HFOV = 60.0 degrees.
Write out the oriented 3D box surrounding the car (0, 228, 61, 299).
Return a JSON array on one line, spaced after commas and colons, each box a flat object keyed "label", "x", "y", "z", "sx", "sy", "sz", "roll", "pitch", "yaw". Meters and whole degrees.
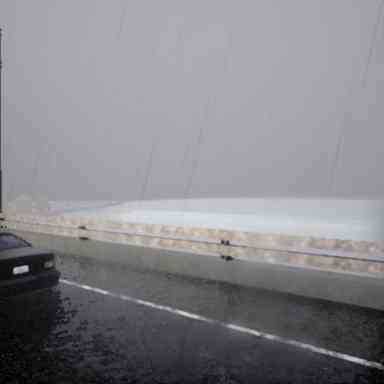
[{"label": "car", "x": -5.311, "y": 1.530, "z": 7.821, "sx": 5.357, "sy": 1.411, "sz": 2.033, "roll": 0, "pitch": 0, "yaw": 36}]
